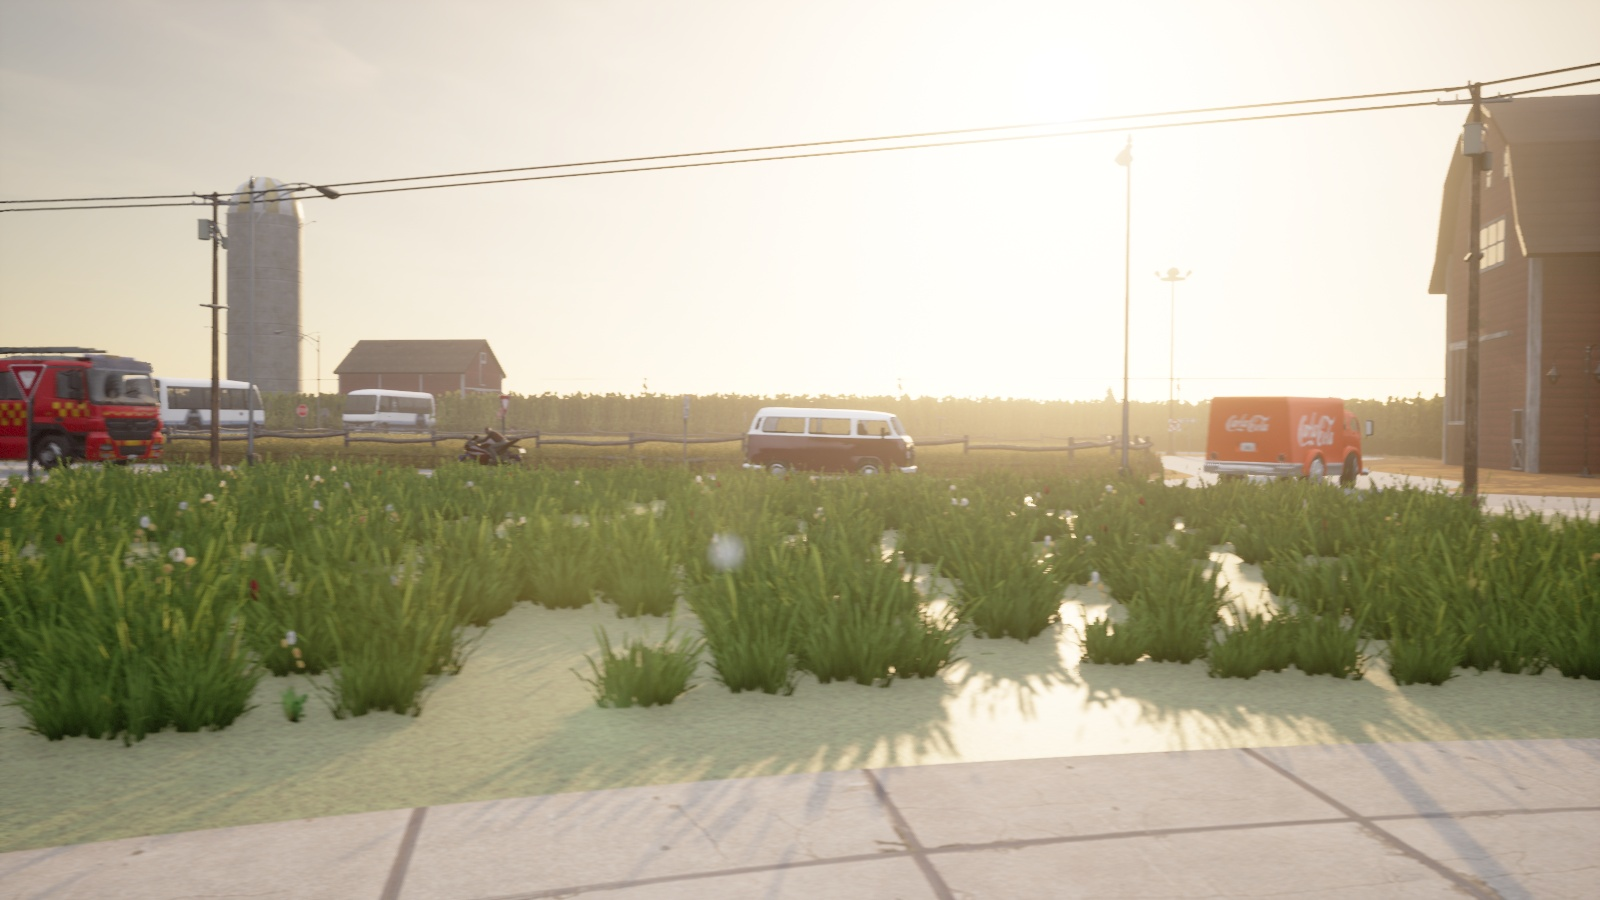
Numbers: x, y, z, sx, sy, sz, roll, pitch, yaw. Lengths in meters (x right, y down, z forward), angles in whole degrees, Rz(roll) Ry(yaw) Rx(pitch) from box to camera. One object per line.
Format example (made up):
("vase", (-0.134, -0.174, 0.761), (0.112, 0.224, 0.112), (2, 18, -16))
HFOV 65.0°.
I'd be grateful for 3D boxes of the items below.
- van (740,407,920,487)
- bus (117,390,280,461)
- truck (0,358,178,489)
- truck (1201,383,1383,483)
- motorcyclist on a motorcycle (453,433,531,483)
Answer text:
("van", (0.844, -0.097, 33.447), (4.480, 2.038, 2.069), (0, 1, 13))
("bus", (-38.814, -1.639, 81.661), (3.944, 4.253, 10.273), (0, 2, 13))
("truck", (-24.097, -0.770, 39.110), (8.468, 3.827, 2.891), (-1, 1, 13))
("truck", (13.313, -0.479, 33.838), (5.204, 2.467, 2.627), (-1, 2, -44))
("motorcyclist on a motorcycle", (-9.664, 0.244, 39.423), (2.191, 1.530, 0.866), (0, 1, 13))
